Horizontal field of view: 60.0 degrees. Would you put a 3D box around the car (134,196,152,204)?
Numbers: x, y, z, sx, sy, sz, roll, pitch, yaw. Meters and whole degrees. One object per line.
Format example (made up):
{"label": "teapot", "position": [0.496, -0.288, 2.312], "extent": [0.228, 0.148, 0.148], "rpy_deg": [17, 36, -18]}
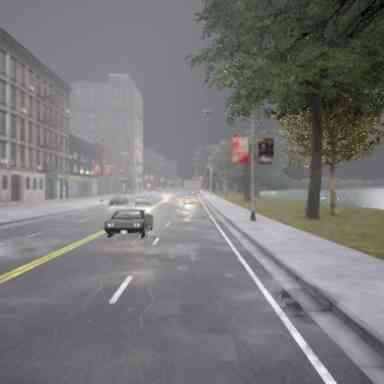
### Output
{"label": "car", "position": [-6.552, 1.197, 44.889], "extent": [1.895, 1.301, 4.718], "rpy_deg": [0, 1, 0]}

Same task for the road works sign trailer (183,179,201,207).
{"label": "road works sign trailer", "position": [0.027, 0.092, 43.193], "extent": [2.380, 3.560, 2.880], "rpy_deg": [0, 1, 0]}

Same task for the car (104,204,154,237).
{"label": "car", "position": [-3.137, 1.548, 17.556], "extent": [1.895, 1.301, 4.718], "rpy_deg": [0, 0, 0]}

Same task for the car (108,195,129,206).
{"label": "car", "position": [-9.797, 1.141, 45.030], "extent": [2.033, 1.411, 5.357], "rpy_deg": [0, 1, 0]}
